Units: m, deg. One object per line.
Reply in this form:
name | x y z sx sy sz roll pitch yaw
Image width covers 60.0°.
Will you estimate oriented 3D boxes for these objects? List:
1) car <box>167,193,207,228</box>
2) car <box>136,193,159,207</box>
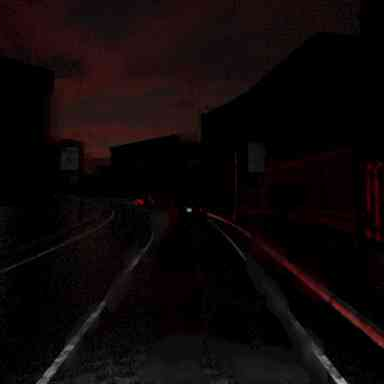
car | -0.361 1.046 20.894 2.150 2.045 5.566 0 1 -5
car | -5.436 0.923 40.549 2.128 1.511 4.902 1 1 -24
